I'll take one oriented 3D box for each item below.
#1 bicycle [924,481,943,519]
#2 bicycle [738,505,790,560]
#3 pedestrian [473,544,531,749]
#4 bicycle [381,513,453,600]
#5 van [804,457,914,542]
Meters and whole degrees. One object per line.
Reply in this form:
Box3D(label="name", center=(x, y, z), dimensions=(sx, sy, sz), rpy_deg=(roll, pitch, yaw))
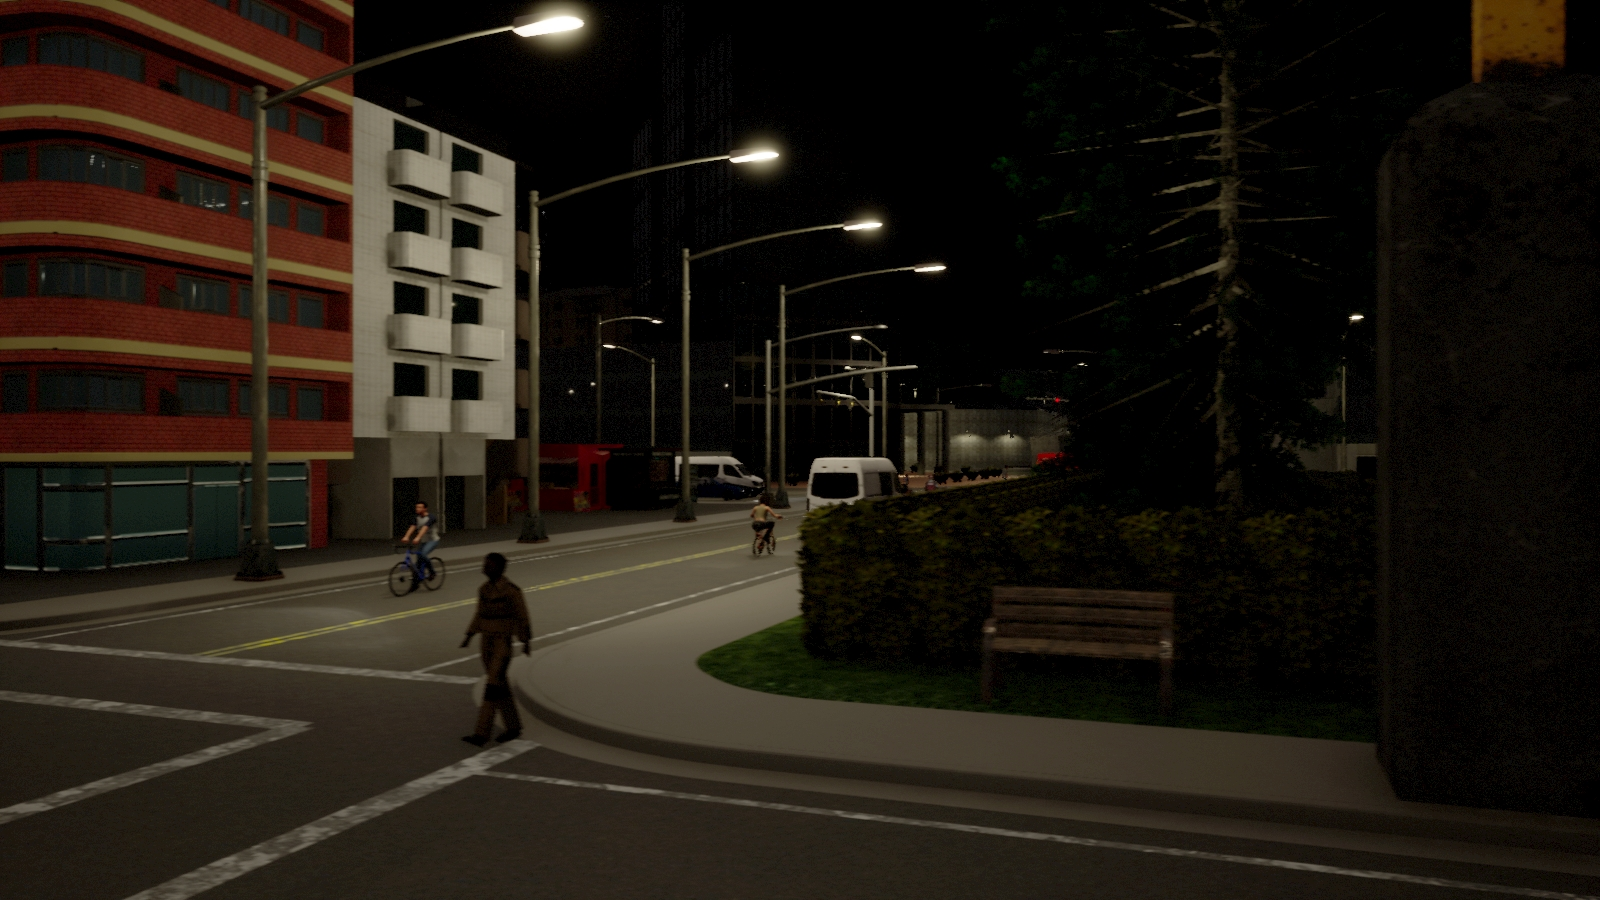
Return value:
Box3D(label="bicycle", center=(5.532, 2.047, 47.385), dimensions=(0.329, 1.496, 1.835), rpy_deg=(0, 0, 21))
Box3D(label="bicycle", center=(-0.933, 2.145, 29.990), dimensions=(0.859, 1.301, 1.487), rpy_deg=(0, 0, 20))
Box3D(label="pedestrian", center=(-2.830, 1.848, 10.857), dimensions=(0.375, 1.860, 0.375), rpy_deg=(0, 0, 31))
Box3D(label="bicycle", center=(-7.441, 2.043, 22.269), dimensions=(0.373, 1.521, 1.643), rpy_deg=(0, 0, 20))
Box3D(label="van", center=(2.075, 1.534, 38.091), dimensions=(1.988, 2.561, 5.915), rpy_deg=(0, 0, 20))
